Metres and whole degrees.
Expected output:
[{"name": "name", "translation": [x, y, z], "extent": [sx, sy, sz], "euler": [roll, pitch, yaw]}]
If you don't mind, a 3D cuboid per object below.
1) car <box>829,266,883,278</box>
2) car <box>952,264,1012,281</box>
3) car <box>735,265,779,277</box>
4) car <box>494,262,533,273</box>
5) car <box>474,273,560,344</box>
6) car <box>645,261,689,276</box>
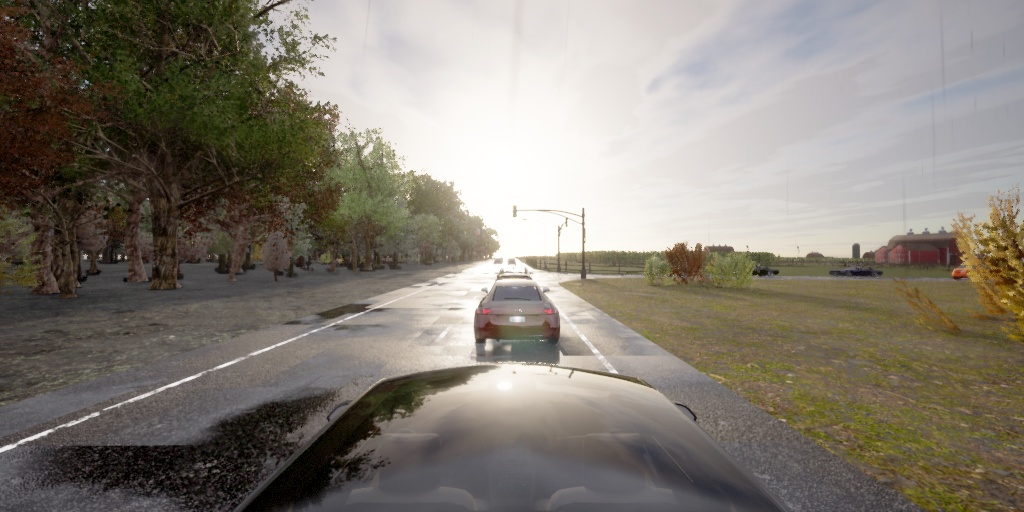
[{"name": "car", "translation": [39.027, 1.834, 40.792], "extent": [4.718, 1.301, 1.895], "euler": [1, -1, 0]}, {"name": "car", "translation": [48.894, 1.633, 37.163], "extent": [4.553, 1.767, 2.097], "euler": [1, -1, 0]}, {"name": "car", "translation": [27.482, 1.708, 40.847], "extent": [4.718, 1.301, 1.895], "euler": [1, -1, 0]}, {"name": "car", "translation": [0.097, 1.245, 18.529], "extent": [2.128, 1.511, 4.902], "euler": [0, 0, 0]}, {"name": "car", "translation": [0.101, 1.316, 9.631], "extent": [1.994, 1.385, 4.181], "euler": [0, 0, 0]}, {"name": "car", "translation": [17.552, 1.351, 40.932], "extent": [4.553, 1.767, 2.097], "euler": [1, -1, 1]}]
